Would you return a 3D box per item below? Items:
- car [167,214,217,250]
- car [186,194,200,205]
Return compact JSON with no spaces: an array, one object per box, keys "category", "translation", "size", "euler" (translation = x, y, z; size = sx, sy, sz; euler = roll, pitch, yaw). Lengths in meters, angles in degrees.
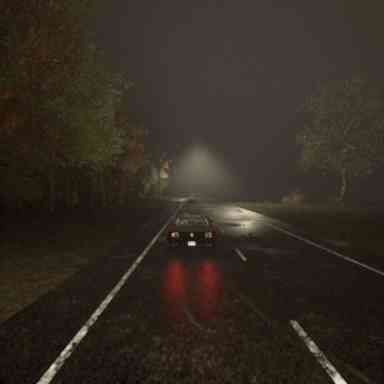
[{"category":"car","translation":[-0.001,1.599,14.350],"size":[1.895,1.301,4.718],"euler":[0,0,0]},{"category":"car","translation":[-0.009,1.518,58.617],"size":[2.033,1.411,5.357],"euler":[0,0,0]}]
